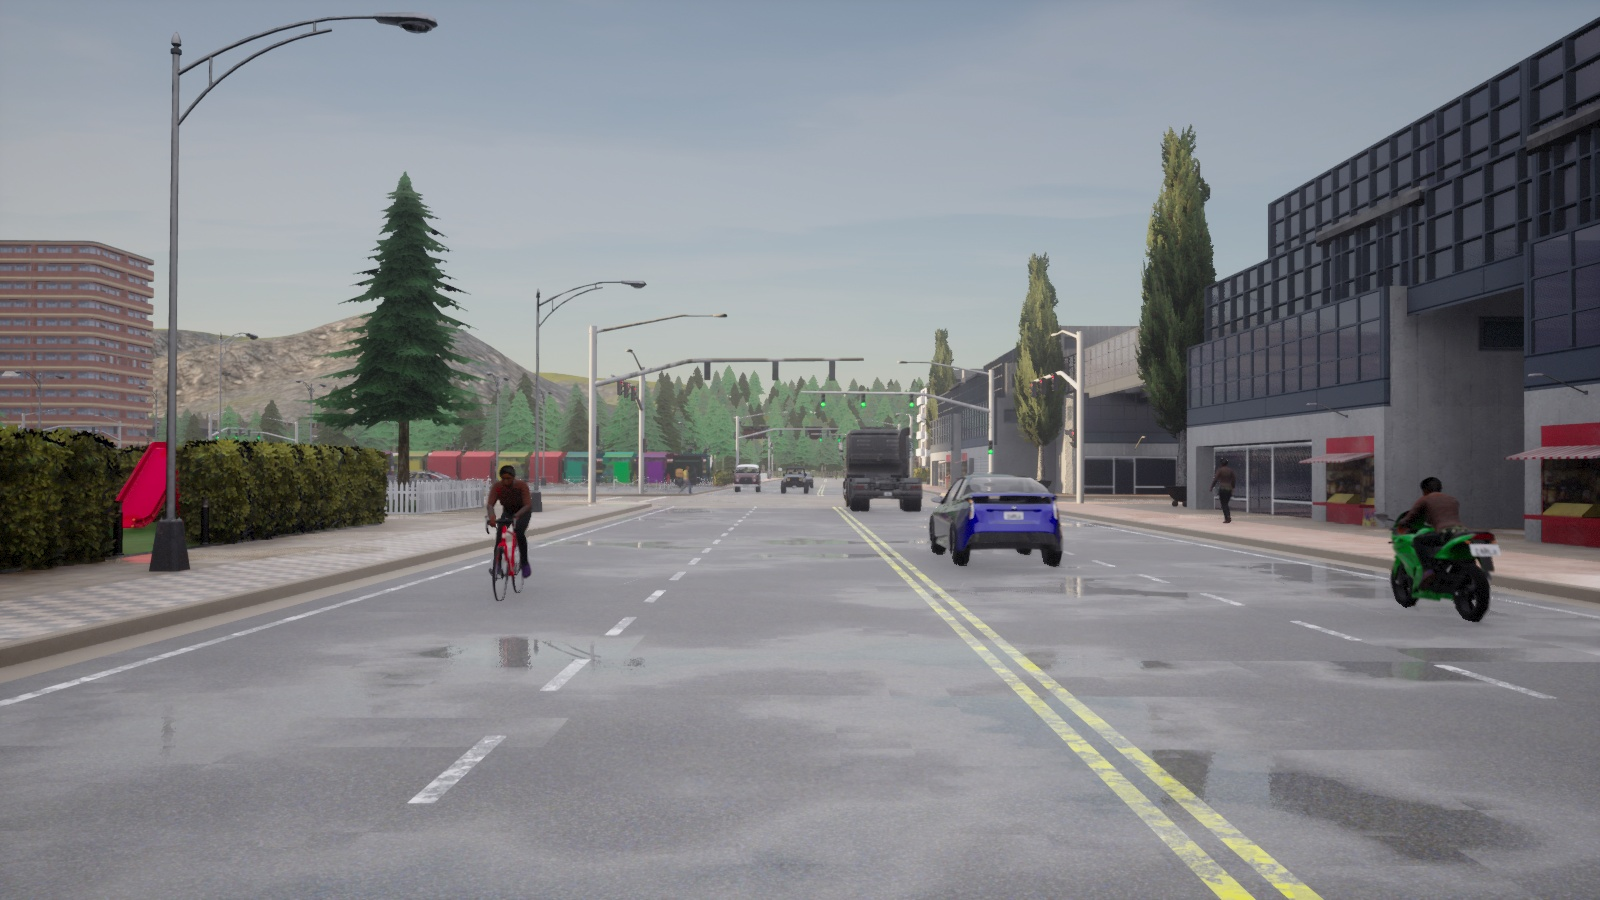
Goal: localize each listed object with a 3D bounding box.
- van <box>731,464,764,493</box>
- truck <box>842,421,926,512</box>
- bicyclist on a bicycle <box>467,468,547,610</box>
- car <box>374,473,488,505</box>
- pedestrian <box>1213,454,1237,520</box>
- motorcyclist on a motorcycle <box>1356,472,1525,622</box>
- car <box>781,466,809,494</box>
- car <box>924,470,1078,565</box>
[{"bbox_3d":[-3.767,2.079,91.082,2.069,2.038,4.480,0,-1,1],"label":"van"},{"bbox_3d":[3.355,0.693,52.136,2.891,3.462,7.936,0,-1,0],"label":"truck"},{"bbox_3d":[-3.538,1.038,15.280,0.582,1.620,1.656,0,-1,0],"label":"bicyclist on a bicycle"},{"bbox_3d":[-17.893,1.864,60.998,4.902,1.511,2.128,0,-1,0],"label":"car"},{"bbox_3d":[11.770,1.009,34.790,0.328,1.805,0.869,0,-1,0],"label":"pedestrian"},{"bbox_3d":[6.966,1.000,13.793,0.797,1.523,2.044,0,-1,0],"label":"motorcyclist on a motorcycle"},{"bbox_3d":[-0.334,2.079,87.593,1.905,1.878,3.866,0,-1,1],"label":"car"},{"bbox_3d":[3.444,1.123,22.423,2.007,1.525,4.514,0,-1,0],"label":"car"}]
